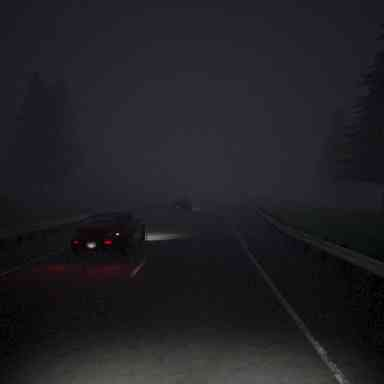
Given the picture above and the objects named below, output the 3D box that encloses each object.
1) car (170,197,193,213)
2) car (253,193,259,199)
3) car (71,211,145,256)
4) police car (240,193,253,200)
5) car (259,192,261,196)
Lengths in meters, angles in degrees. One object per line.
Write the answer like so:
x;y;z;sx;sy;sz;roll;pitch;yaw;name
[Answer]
-1.052;1.314;34.890;2.128;1.511;4.902;0;0;7;car
15.545;0.924;87.837;2.097;1.767;4.553;0;0;19;car
-3.017;1.458;12.646;1.812;1.442;4.674;0;0;3;car
12.643;1.042;78.644;1.930;1.638;5.238;0;0;17;police car
17.475;1.052;93.411;1.837;1.490;4.892;0;0;20;car
